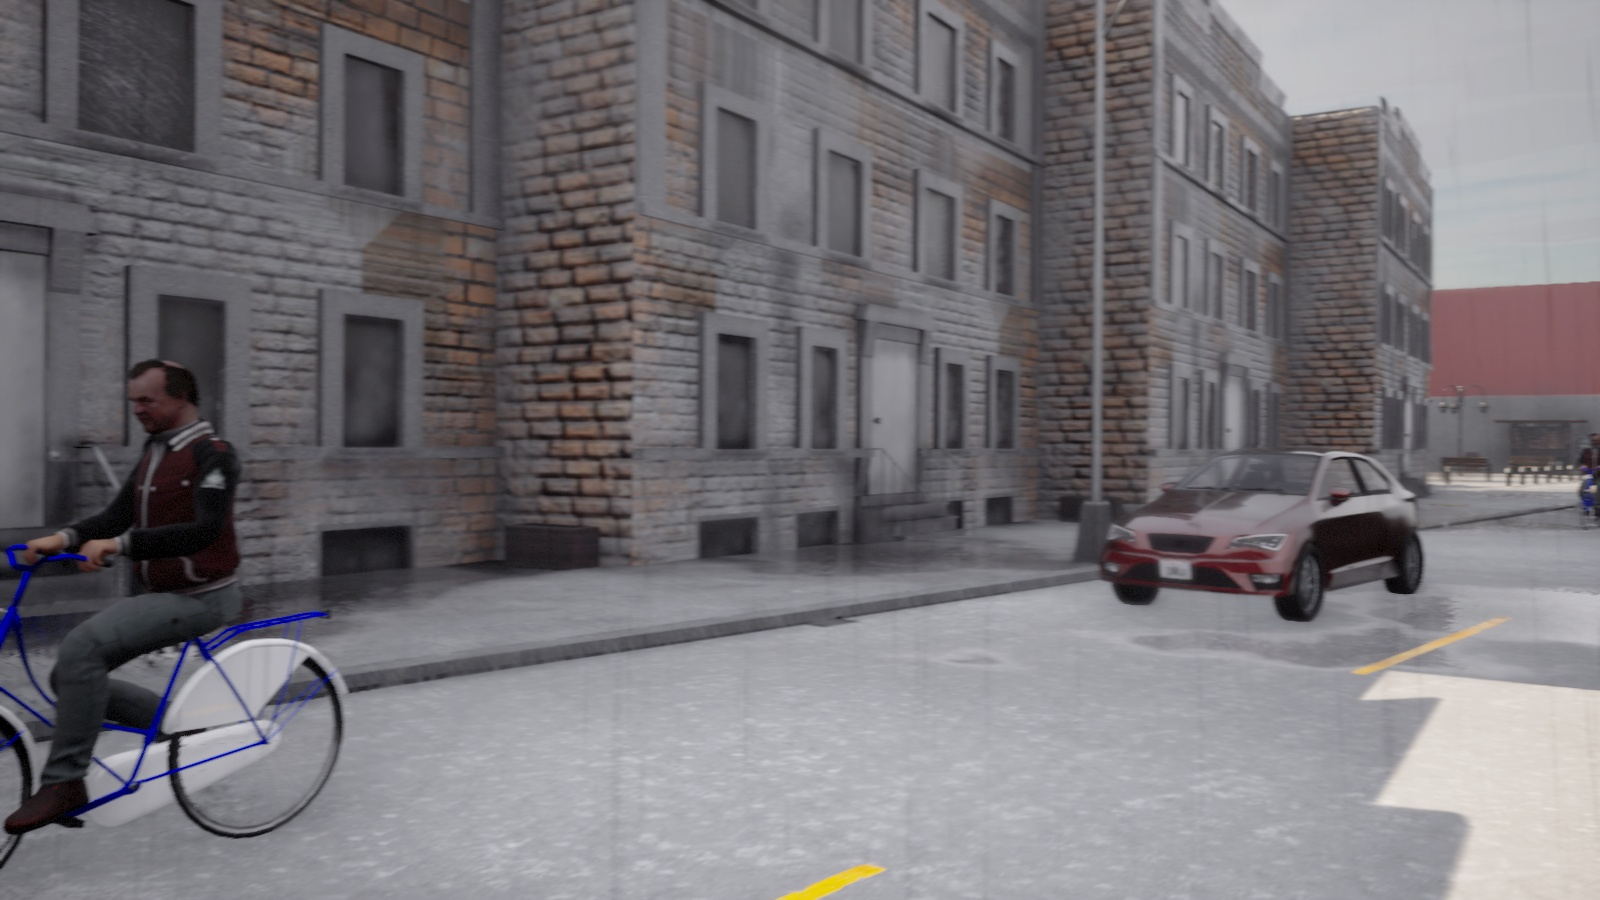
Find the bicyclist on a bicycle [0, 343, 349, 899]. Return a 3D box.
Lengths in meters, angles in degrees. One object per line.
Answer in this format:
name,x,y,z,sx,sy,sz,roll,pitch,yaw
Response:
bicyclist on a bicycle,-2.466,0.569,4.040,0.659,1.776,1.843,2,1,34

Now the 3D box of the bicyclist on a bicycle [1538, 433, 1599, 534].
bicyclist on a bicycle,14.109,0.592,22.994,0.659,1.776,1.843,1,0,42

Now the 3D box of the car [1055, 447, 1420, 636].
car,4.329,0.719,12.021,1.816,1.474,4.193,1,0,42
